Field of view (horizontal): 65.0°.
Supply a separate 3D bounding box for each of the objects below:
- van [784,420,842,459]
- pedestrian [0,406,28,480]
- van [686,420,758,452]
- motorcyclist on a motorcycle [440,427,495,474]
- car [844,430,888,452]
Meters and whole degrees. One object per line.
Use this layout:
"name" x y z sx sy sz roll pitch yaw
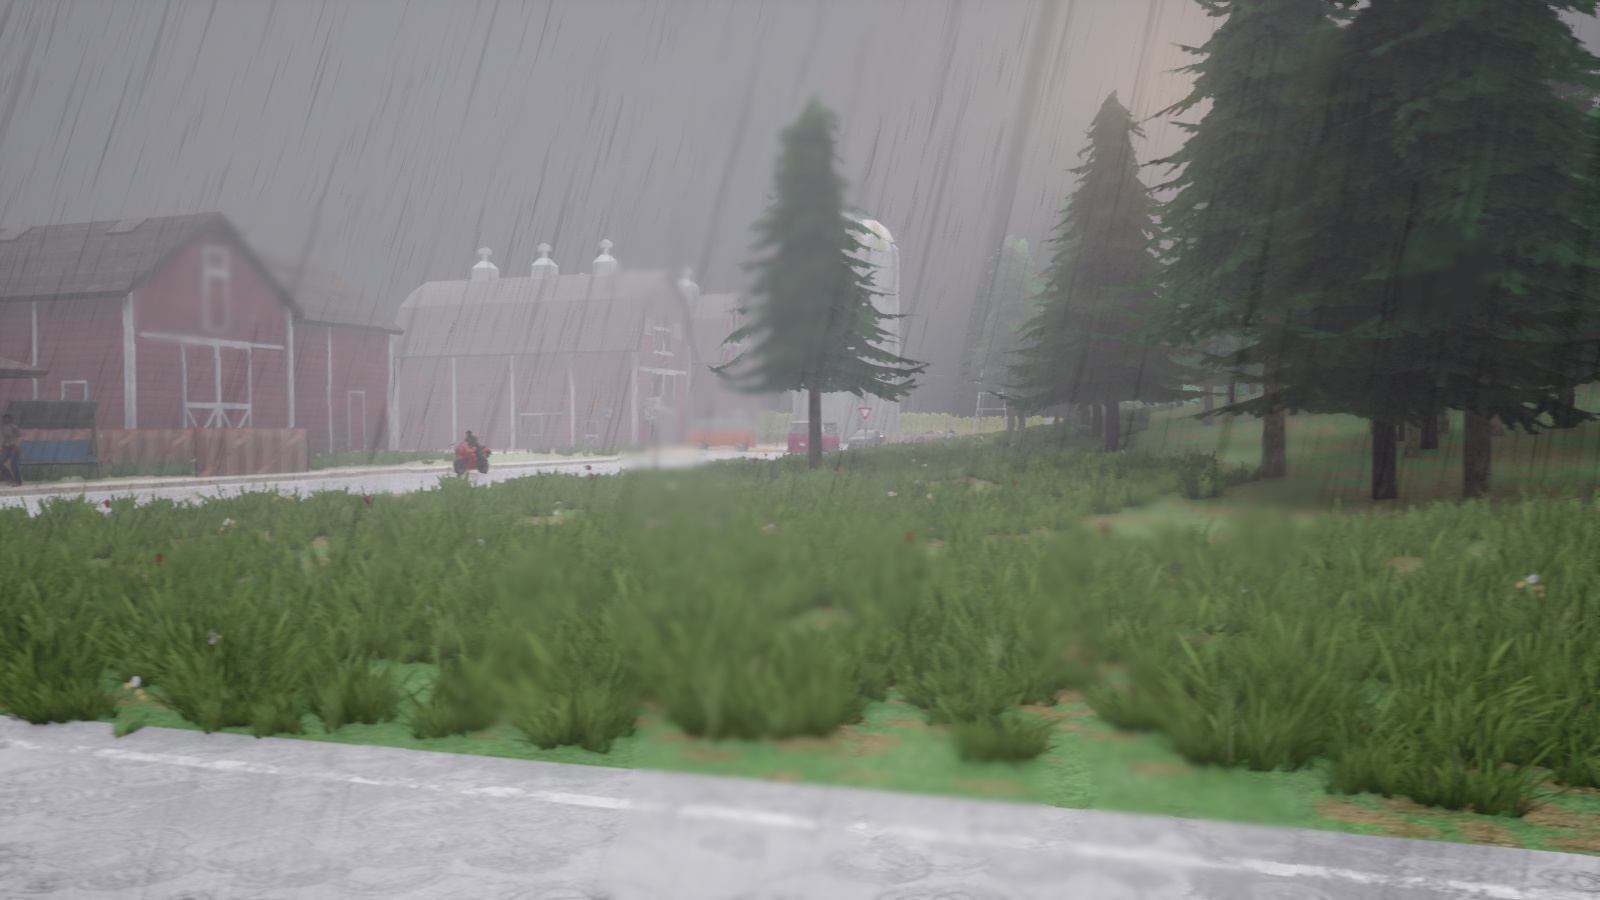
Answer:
"van" 0.732 -0.578 66.122 1.775 1.987 4.442 0 1 19
"pedestrian" -19.422 -0.171 30.717 0.328 1.805 0.869 0 1 20
"van" -5.025 -0.895 81.024 4.442 1.987 1.775 1 1 3
"motorcyclist on a motorcycle" -11.112 -0.001 42.013 0.797 1.523 2.044 0 1 19
"car" 4.713 -0.669 88.828 1.837 1.490 4.892 0 1 19
